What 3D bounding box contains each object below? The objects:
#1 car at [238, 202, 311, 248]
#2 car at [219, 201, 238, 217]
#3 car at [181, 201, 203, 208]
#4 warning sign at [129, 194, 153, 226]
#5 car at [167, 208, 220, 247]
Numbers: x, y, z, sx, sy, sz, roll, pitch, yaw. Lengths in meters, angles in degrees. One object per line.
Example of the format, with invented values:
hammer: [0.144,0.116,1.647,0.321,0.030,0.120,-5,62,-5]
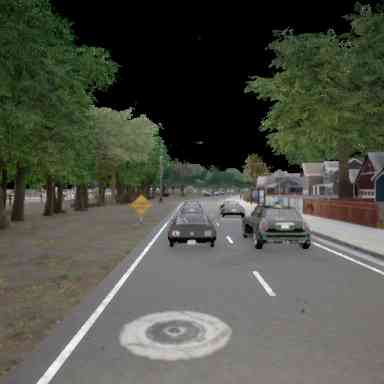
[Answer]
car: [3.500,1.333,14.619,2.097,1.767,4.553,0,0,0]
car: [3.500,1.477,29.649,1.994,1.385,4.181,0,0,0]
car: [0.000,1.477,29.649,1.994,1.385,4.181,0,0,0]
warning sign: [-3.045,1.063,20.014,1.300,1.860,1.060,0,1,0]
car: [0.000,1.583,14.680,1.895,1.301,4.718,0,0,0]
